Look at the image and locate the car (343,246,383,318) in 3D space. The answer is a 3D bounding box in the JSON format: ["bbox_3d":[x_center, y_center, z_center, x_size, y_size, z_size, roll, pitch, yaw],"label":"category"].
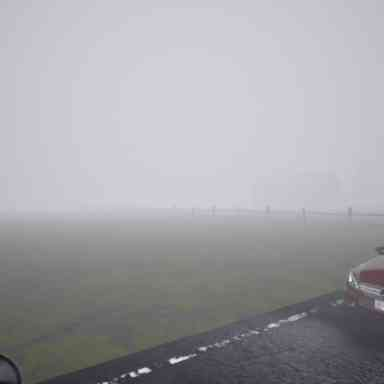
[{"bbox_3d":[4.909,1.541,6.607,4.674,1.442,1.812,0,0,-36],"label":"car"}]

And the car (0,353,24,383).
[{"bbox_3d":[-2.961,1.531,0.951,4.674,1.442,1.812,0,0,-35],"label":"car"}]
